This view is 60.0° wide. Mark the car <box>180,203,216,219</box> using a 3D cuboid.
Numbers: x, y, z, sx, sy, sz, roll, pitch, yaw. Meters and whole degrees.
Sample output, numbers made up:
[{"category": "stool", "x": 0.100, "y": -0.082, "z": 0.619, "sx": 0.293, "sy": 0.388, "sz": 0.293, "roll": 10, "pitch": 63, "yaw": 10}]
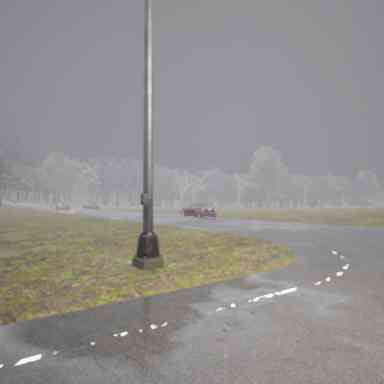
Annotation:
[{"category": "car", "x": 0.634, "y": 1.993, "z": 36.930, "sx": 2.097, "sy": 1.767, "sz": 4.553, "roll": 3, "pitch": -3, "yaw": -36}]

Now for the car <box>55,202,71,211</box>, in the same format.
[{"category": "car", "x": -22.018, "y": 2.483, "z": 56.801, "sx": 1.837, "sy": 1.490, "sz": 4.892, "roll": 2, "pitch": -2, "yaw": -33}]

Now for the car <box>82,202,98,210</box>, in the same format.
[{"category": "car", "x": -20.204, "y": 2.826, "z": 65.929, "sx": 2.128, "sy": 1.511, "sz": 4.902, "roll": 3, "pitch": -3, "yaw": -36}]
